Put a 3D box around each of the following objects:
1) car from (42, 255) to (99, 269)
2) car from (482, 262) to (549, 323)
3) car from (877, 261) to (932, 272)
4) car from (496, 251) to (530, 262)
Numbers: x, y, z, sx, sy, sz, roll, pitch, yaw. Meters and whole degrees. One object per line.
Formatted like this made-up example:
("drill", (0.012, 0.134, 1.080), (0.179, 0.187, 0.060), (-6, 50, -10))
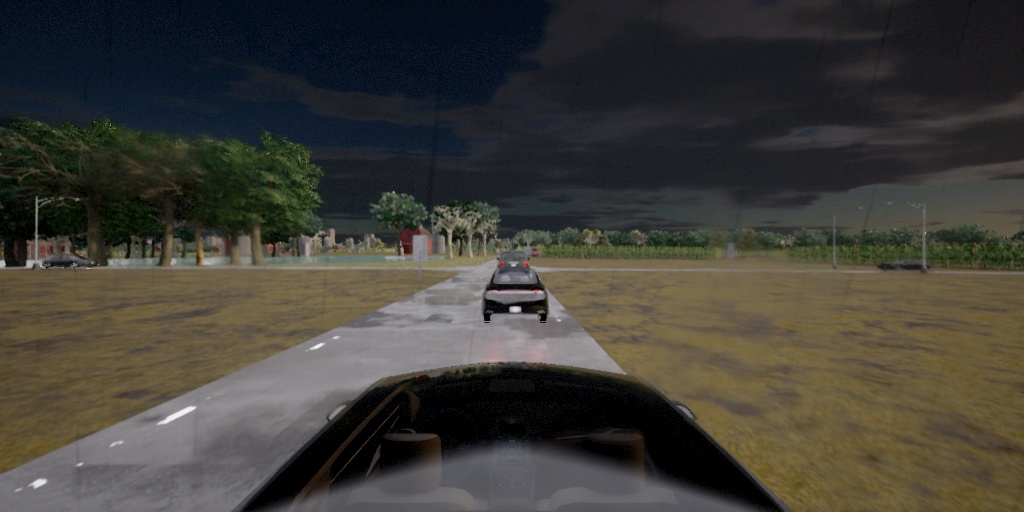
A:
("car", (-49.141, 0.636, 39.977), (4.892, 1.490, 1.837), (-1, 0, 0))
("car", (0.096, 1.120, 11.607), (2.128, 1.511, 4.902), (0, 1, 0))
("car", (46.780, 1.226, 42.828), (4.718, 1.301, 1.895), (1, 0, 0))
("car", (0.069, 0.675, 24.987), (2.150, 2.045, 5.566), (0, 0, -1))
